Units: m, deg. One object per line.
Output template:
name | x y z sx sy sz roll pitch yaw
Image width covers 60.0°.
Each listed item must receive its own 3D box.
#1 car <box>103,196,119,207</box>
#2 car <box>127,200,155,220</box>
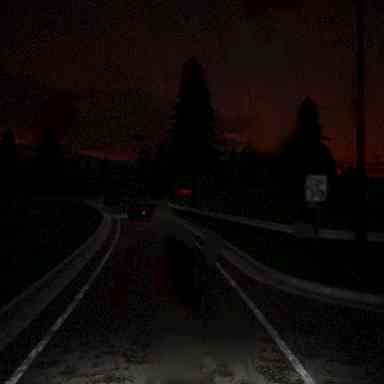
car | -12.182 1.379 49.983 2.128 1.511 4.902 0 0 -21
car | -4.224 1.405 27.188 1.882 1.535 5.008 0 0 -15
